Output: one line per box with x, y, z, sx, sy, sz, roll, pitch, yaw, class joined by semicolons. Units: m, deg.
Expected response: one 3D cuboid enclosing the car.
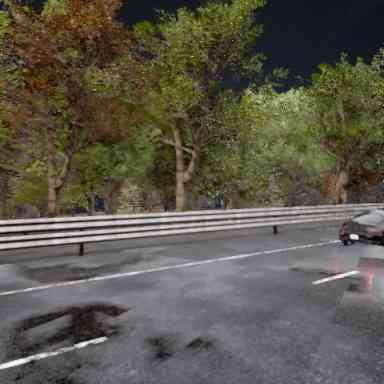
7.888;1.490;13.606;4.674;1.442;1.812;0;0;-35;car
